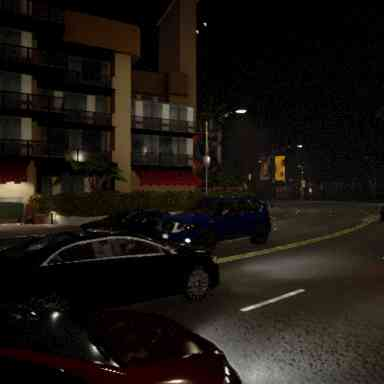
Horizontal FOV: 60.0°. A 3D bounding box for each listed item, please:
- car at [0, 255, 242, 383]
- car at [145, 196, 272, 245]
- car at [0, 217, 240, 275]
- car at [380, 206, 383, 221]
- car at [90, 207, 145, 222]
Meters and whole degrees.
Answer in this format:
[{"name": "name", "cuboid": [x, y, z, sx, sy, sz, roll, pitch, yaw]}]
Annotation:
[{"name": "car", "cuboid": [-1.571, 1.561, 2.368, 4.181, 1.385, 1.994, 0, 0, -36]}, {"name": "car", "cuboid": [1.070, 1.213, 13.676, 5.566, 2.045, 2.150, 0, 0, -43]}, {"name": "car", "cuboid": [-1.607, 1.485, 6.612, 4.902, 1.511, 2.128, 0, 0, -37]}, {"name": "car", "cuboid": [16.166, 1.591, 26.557, 1.895, 1.301, 4.718, 0, 0, 31]}, {"name": "car", "cuboid": [-2.670, 1.493, 15.071, 4.892, 1.490, 1.837, 0, 0, -42]}]
